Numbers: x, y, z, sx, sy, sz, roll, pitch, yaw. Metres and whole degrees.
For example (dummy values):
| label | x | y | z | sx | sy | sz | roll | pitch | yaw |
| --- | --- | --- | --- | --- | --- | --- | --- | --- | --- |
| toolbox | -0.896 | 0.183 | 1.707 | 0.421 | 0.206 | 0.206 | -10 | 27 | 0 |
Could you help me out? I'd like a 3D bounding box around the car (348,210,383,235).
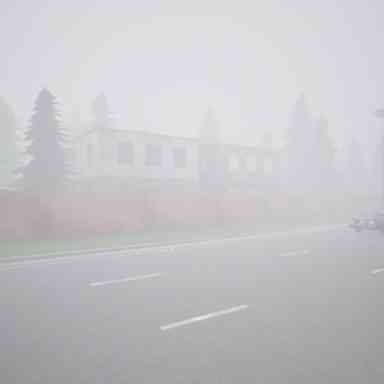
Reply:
| label | x | y | z | sx | sy | sz | roll | pitch | yaw |
| --- | --- | --- | --- | --- | --- | --- | --- | --- | --- |
| car | 12.170 | 1.876 | 21.302 | 5.357 | 1.411 | 2.033 | 1 | -1 | -35 |
